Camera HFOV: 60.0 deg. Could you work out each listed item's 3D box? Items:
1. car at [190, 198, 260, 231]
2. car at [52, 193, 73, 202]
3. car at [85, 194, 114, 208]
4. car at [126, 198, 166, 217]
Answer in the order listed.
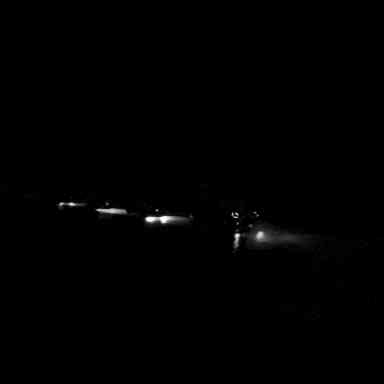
[{"bbox_3d":[1.853,1.192,19.600,2.097,1.767,4.553,0,1,-35],"label":"car"},{"bbox_3d":[-19.251,0.816,49.448,1.895,1.301,4.718,0,1,-35],"label":"car"},{"bbox_3d":[-10.198,0.951,36.556,2.128,1.511,4.902,0,1,-35],"label":"car"},{"bbox_3d":[-3.884,1.223,27.667,1.994,1.385,4.181,0,1,-35],"label":"car"}]
